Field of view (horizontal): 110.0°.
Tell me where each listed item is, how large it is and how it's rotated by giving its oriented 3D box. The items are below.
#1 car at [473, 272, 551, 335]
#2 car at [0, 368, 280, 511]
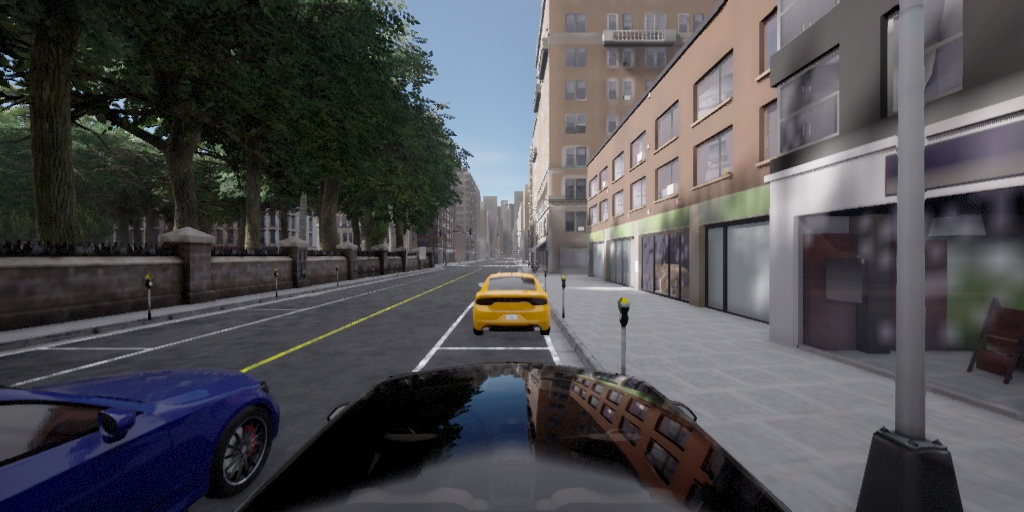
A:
[{"bbox_3d":[-0.005,1.216,10.500,1.882,1.535,5.008,0,0,0],"label":"car"},{"bbox_3d":[-3.146,1.269,1.500,1.812,1.442,4.674,0,0,0],"label":"car"}]
